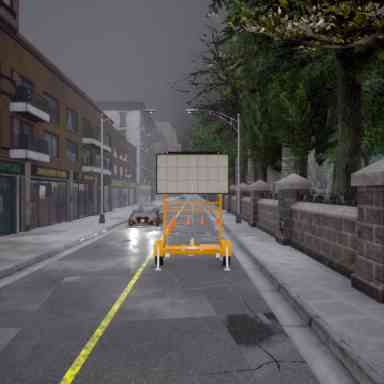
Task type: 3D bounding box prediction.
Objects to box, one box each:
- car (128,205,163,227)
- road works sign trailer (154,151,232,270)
[{"bbox_3d":[-3.055,1.582,22.582,1.994,1.385,4.181,0,0,0],"label":"car"},{"bbox_3d":[0.022,0.471,10.984,2.380,3.560,2.880,0,0,0],"label":"road works sign trailer"}]
